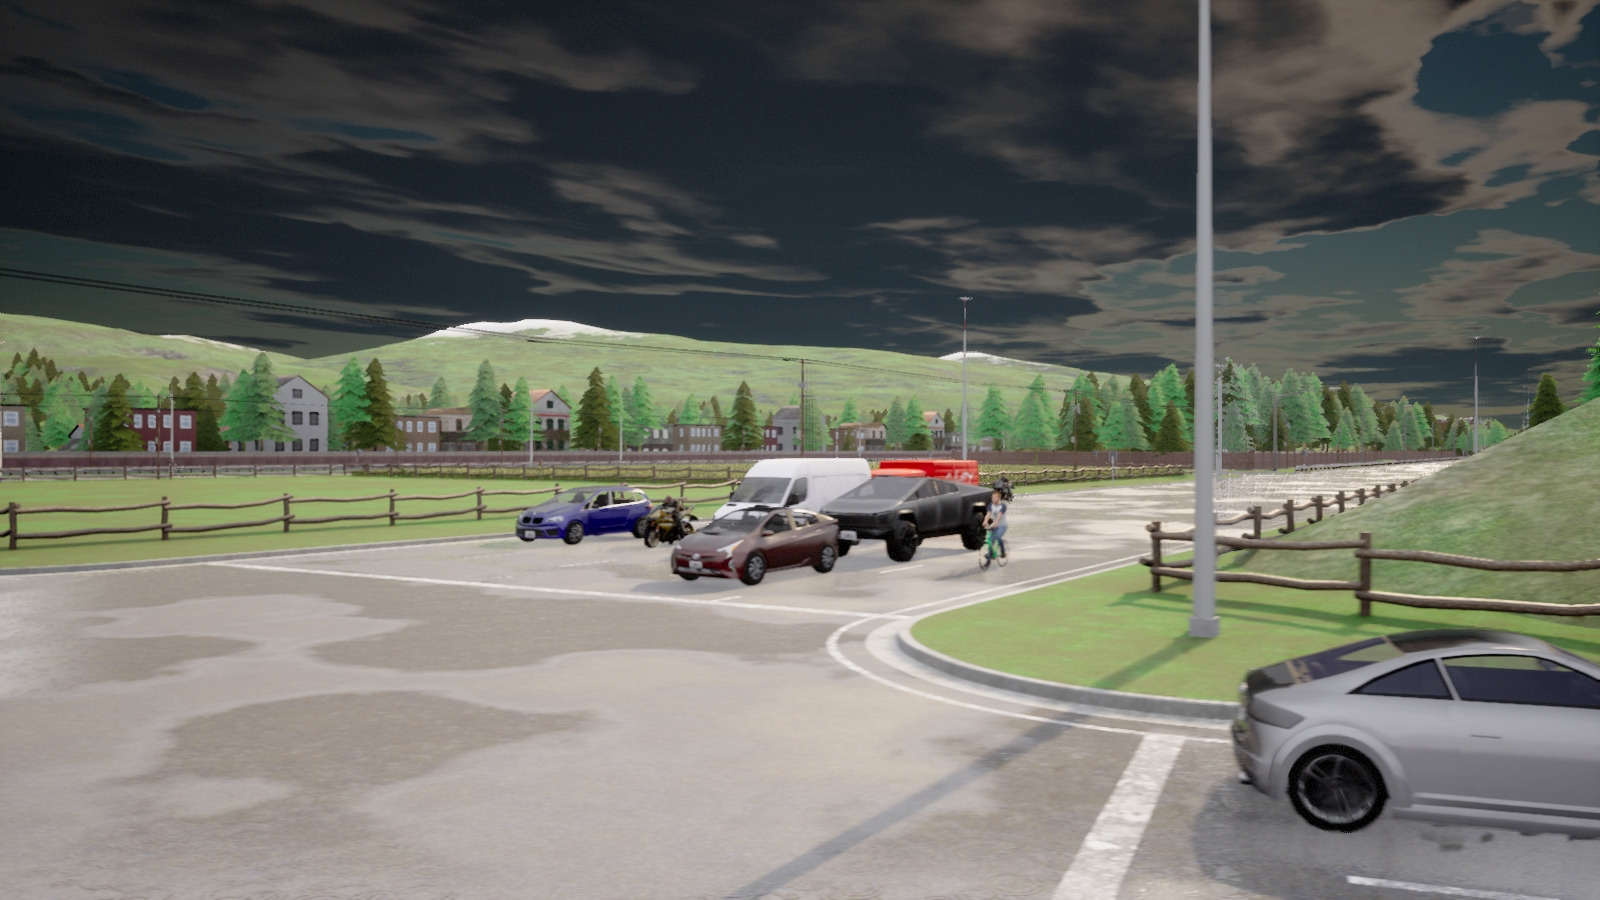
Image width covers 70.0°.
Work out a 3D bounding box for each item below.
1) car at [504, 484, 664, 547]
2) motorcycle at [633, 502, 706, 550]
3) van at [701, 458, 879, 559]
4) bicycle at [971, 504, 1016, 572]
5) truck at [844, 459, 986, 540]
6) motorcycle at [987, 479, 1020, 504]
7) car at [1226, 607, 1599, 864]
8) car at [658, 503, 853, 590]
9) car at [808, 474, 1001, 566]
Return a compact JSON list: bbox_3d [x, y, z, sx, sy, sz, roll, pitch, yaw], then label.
[{"bbox_3d":[-6.613,1.960,35.411,2.242,1.667,4.611,0,0,35],"label":"car"},{"bbox_3d":[-3.791,2.199,33.341,0.867,1.251,2.209,0,0,35],"label":"motorcycle"},{"bbox_3d":[-0.139,1.530,32.475,1.988,2.561,5.915,0,0,35],"label":"van"},{"bbox_3d":[4.589,2.055,26.996,0.373,1.496,1.643,0,0,35],"label":"bicycle"},{"bbox_3d":[3.967,1.563,38.567,2.627,2.467,5.204,0,0,34],"label":"truck"},{"bbox_3d":[10.787,2.203,60.514,0.867,1.251,2.209,0,0,35],"label":"motorcycle"},{"bbox_3d":[5.542,2.120,8.786,4.181,1.385,1.994,0,0,18],"label":"car"},{"bbox_3d":[-0.872,2.036,25.234,2.007,1.525,4.514,0,0,34],"label":"car"},{"bbox_3d":[2.976,1.751,30.815,2.390,2.098,6.274,0,0,35],"label":"car"}]
